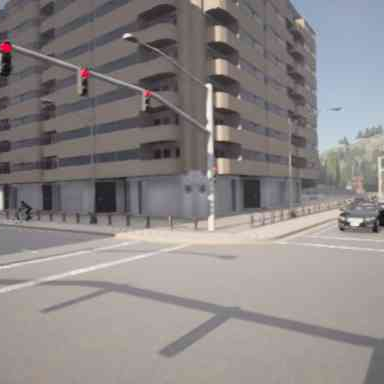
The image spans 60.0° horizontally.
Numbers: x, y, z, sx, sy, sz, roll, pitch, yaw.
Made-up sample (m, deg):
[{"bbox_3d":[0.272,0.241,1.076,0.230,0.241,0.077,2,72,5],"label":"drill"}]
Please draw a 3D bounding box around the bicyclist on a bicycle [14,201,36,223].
[{"bbox_3d":[-12.121,1.449,24.184,0.582,1.620,1.656,-1,0,36],"label":"bicyclist on a bicycle"}]

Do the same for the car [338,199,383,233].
[{"bbox_3d":[9.402,1.274,18.284,2.128,1.511,4.902,-1,0,36],"label":"car"}]
